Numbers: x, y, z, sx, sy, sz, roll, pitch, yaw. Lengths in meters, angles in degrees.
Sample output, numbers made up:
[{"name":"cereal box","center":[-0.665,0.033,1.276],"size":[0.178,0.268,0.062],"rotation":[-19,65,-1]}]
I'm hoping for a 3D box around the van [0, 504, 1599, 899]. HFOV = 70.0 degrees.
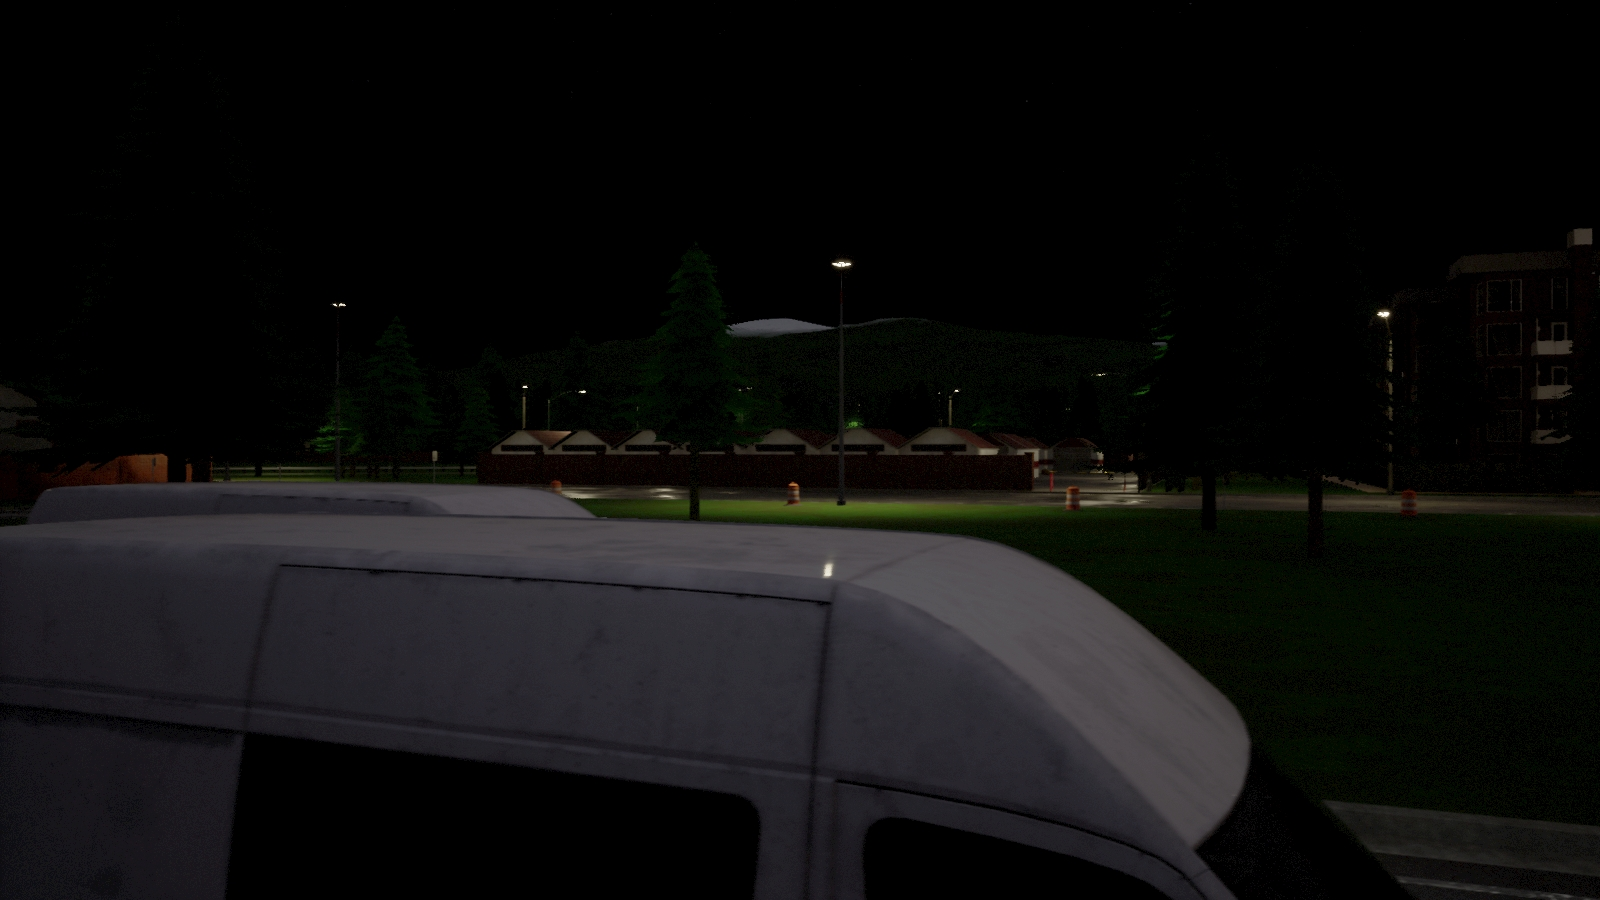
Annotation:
[{"name":"van","center":[-0.176,1.534,3.368],"size":[5.915,2.561,1.988],"rotation":[0,0,20]}]
